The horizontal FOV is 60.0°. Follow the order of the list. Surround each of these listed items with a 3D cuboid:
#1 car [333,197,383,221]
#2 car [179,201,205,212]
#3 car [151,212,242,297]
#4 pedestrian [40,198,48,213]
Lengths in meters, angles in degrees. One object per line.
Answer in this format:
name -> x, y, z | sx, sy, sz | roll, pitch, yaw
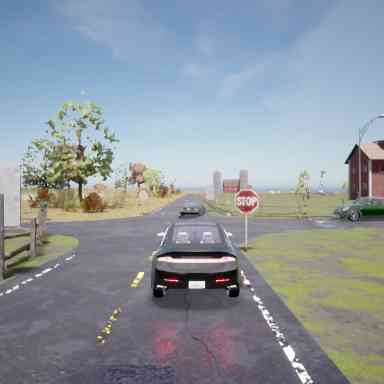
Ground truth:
car -> 12.671, 1.136, 24.103 | 4.553, 1.767, 2.097 | -1, 0, 0
car -> 0.062, 1.535, 30.769 | 2.033, 1.411, 5.357 | 0, 0, 9
car -> 0.084, 1.490, 8.532 | 2.128, 1.511, 4.902 | 0, 0, 0
pedestrian -> -12.207, 1.412, 27.278 | 0.375, 1.860, 0.375 | 0, 1, 0
